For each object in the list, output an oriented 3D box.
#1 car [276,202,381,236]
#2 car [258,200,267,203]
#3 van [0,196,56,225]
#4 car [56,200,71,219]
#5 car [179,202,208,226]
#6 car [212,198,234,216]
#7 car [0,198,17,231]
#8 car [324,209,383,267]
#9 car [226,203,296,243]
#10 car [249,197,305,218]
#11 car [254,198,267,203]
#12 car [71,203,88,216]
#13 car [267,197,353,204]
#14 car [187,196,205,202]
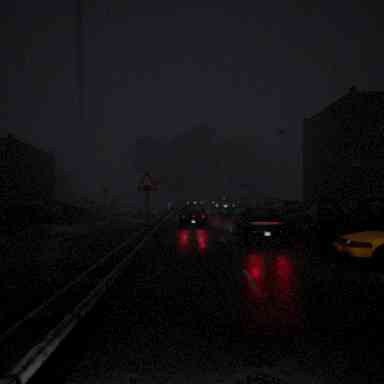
[{"bbox_3d":[7.638,1.495,19.059,4.892,1.521,2.231,0,0,0],"label":"car"},{"bbox_3d":[7.628,1.529,24.579,4.674,1.452,2.002,0,0,0],"label":"car"},{"bbox_3d":[-12.411,1.279,23.588,4.442,1.987,1.878,0,0,0],"label":"van"},{"bbox_3d":[-12.558,1.372,26.496,4.553,1.767,2.185,0,0,0],"label":"car"},{"bbox_3d":[0.090,1.612,23.652,1.895,1.301,4.718,0,0,0],"label":"car"},{"bbox_3d":[3.118,1.337,32.958,2.097,1.767,4.553,0,0,0],"label":"car"},{"bbox_3d":[-12.561,1.376,18.152,4.553,1.767,2.185,0,0,0],"label":"car"},{"bbox_3d":[7.450,1.483,10.788,5.366,1.575,1.946,0,0,0],"label":"car"},{"bbox_3d":[3.094,1.502,16.043,2.128,1.511,4.902,0,0,0],"label":"car"},{"bbox_3d":[7.597,1.351,30.097,4.553,1.767,2.185,0,0,0],"label":"car"},{"bbox_3d":[7.634,1.485,27.335,5.008,1.535,2.097,0,0,0],"label":"car"},{"bbox_3d":[-12.495,1.505,31.932,4.792,1.488,2.163,0,0,0],"label":"car"},{"bbox_3d":[7.600,1.367,21.821,4.553,1.767,2.185,0,0,0],"label":"car"},{"bbox_3d":[0.510,1.306,40.970,2.097,1.767,4.553,0,0,5],"label":"car"}]
